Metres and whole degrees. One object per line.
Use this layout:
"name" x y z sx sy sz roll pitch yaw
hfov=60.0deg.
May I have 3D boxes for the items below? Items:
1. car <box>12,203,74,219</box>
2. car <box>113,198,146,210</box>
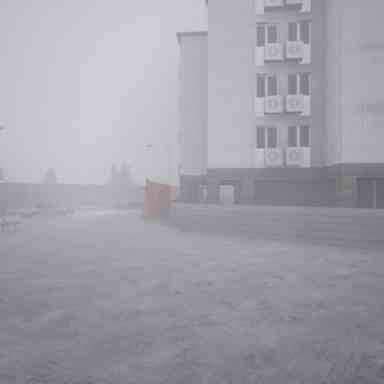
"car" -12.579 1.581 28.520 1.895 1.301 4.718 0 0 37
"car" -7.573 1.524 42.540 2.033 1.411 5.357 0 0 36
